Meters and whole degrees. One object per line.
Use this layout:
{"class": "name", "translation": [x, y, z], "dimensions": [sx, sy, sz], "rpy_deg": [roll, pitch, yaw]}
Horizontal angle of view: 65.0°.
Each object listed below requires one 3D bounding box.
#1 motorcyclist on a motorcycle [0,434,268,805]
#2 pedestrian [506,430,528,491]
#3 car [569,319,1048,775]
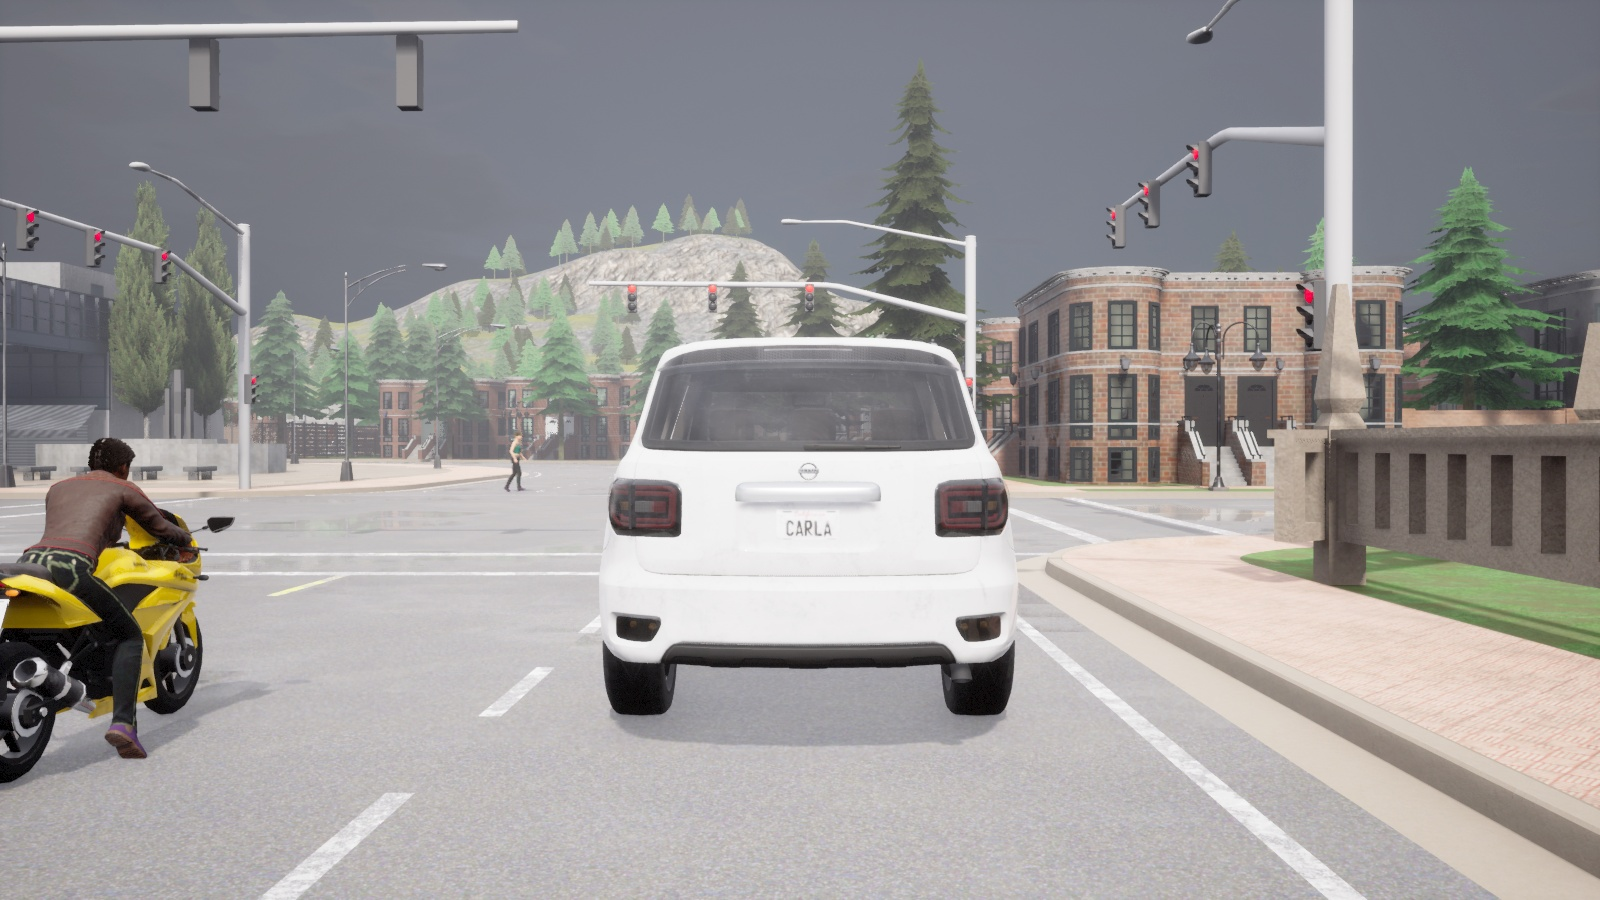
{"class": "motorcyclist on a motorcycle", "translation": [-3.453, 0.691, 6.178], "dimensions": [0.797, 1.523, 2.044], "rpy_deg": [0, 0, 0]}
{"class": "pedestrian", "translation": [-8.566, 0.314, 38.006], "dimensions": [0.594, 1.836, 0.345], "rpy_deg": [0, 0, 2]}
{"class": "car", "translation": [0.058, 0.418, 8.421], "dimensions": [2.150, 2.045, 5.566], "rpy_deg": [0, 0, 0]}
